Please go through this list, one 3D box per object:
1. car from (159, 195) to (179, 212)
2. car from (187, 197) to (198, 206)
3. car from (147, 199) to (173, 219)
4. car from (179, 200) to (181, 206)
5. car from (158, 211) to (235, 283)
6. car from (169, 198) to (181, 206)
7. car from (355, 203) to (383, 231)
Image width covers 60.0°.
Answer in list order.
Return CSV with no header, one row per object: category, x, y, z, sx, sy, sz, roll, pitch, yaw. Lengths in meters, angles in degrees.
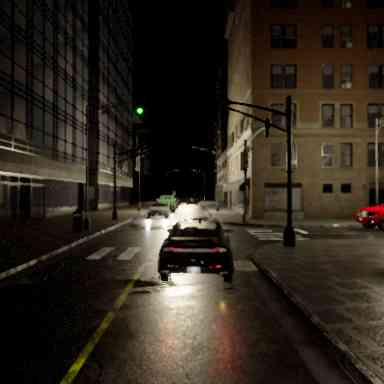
car,-3.101,1.438,41.125,2.150,2.045,5.566,0,0,1
car,0.062,1.683,63.393,2.097,1.767,4.553,0,0,0
car,-3.114,1.694,31.670,1.812,1.442,4.674,0,0,0
car,-3.101,1.619,51.028,2.097,1.767,4.553,0,0,0
car,0.228,1.547,9.870,2.128,1.511,4.902,0,0,4
car,-3.094,1.812,61.400,2.128,1.511,4.902,0,0,0
car,13.079,1.295,20.406,5.566,2.045,2.150,0,0,0
